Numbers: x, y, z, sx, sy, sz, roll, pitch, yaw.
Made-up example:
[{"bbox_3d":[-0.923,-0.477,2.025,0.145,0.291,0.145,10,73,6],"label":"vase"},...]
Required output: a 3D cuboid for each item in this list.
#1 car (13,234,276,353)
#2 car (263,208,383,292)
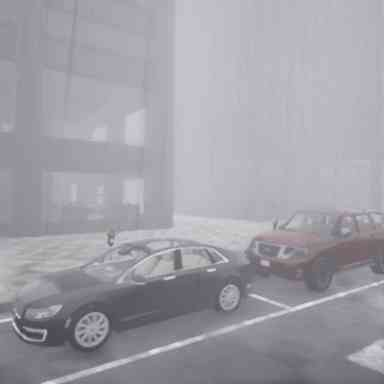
[{"bbox_3d":[-0.783,1.577,6.089,4.403,1.369,2.008,1,0,-36],"label":"car"},{"bbox_3d":[3.785,1.394,9.348,5.009,1.841,2.192,1,0,-36],"label":"car"}]
